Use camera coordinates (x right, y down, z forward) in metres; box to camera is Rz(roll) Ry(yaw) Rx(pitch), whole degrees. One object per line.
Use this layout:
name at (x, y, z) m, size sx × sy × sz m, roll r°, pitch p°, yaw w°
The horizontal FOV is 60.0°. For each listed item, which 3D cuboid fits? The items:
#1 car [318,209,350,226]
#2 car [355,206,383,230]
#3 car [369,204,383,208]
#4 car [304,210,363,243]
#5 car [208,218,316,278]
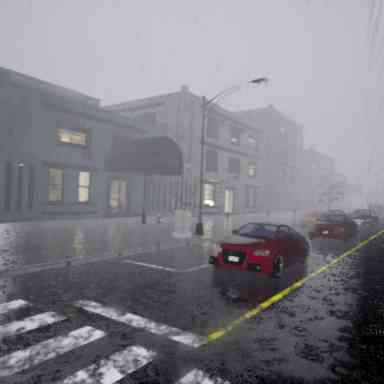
car at (13.021, 2.277, 30.267) m, size 1.802 × 1.307 × 4.206 m, roll 2°, pitch -1°, yaw 35°
car at (14.053, 2.177, 27.233) m, size 2.128 × 1.511 × 4.902 m, roll 1°, pitch -1°, yaw 36°
car at (29.025, 2.779, 52.830) m, size 2.192 × 1.841 × 5.009 m, roll 2°, pitch -1°, yaw 35°
car at (8.052, 1.962, 18.787) m, size 1.994 × 1.385 × 4.181 m, roll 1°, pitch -1°, yaw 35°
car at (2.287, 1.687, 10.662) m, size 1.994 × 1.385 × 4.181 m, roll 1°, pitch -1°, yaw 35°
